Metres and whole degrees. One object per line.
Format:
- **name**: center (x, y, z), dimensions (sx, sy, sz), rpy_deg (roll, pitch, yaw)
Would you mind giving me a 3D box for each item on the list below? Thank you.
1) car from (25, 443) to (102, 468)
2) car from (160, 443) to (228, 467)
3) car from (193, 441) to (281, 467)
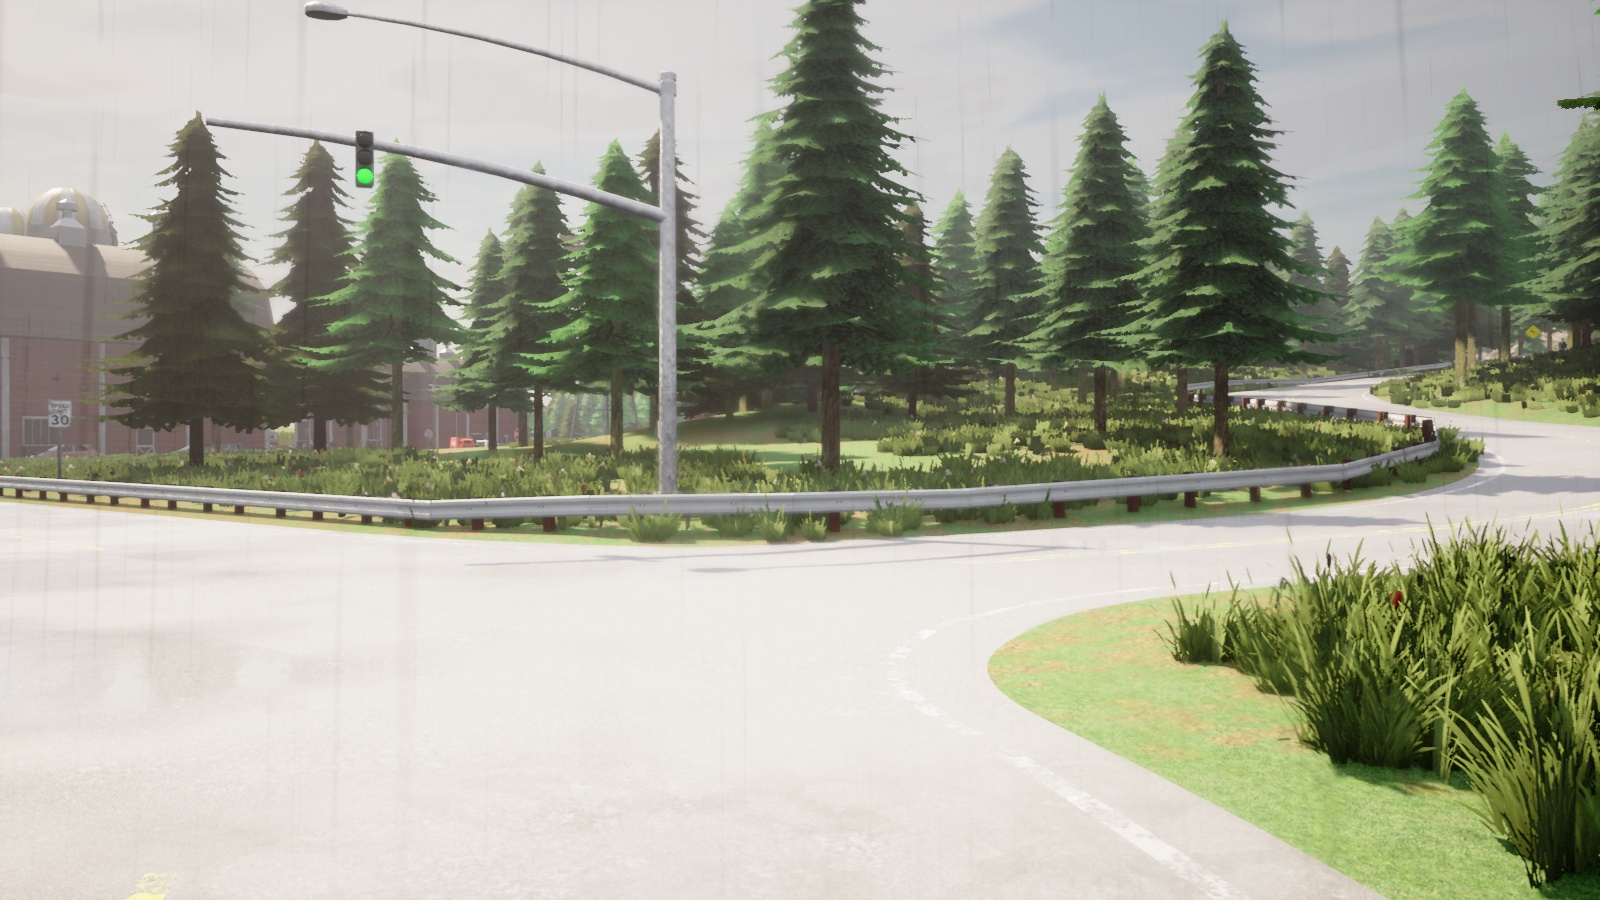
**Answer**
- **car**: center (-45.121, 0.340, 76.986), dimensions (1.845, 1.501, 3.633), rpy_deg (0, 0, 40)
- **car**: center (-40.049, 0.311, 83.074), dimensions (1.845, 1.501, 3.633), rpy_deg (0, 0, 40)
- **car**: center (-36.597, 0.237, 81.749), dimensions (2.033, 1.649, 4.856), rpy_deg (0, 0, 40)
